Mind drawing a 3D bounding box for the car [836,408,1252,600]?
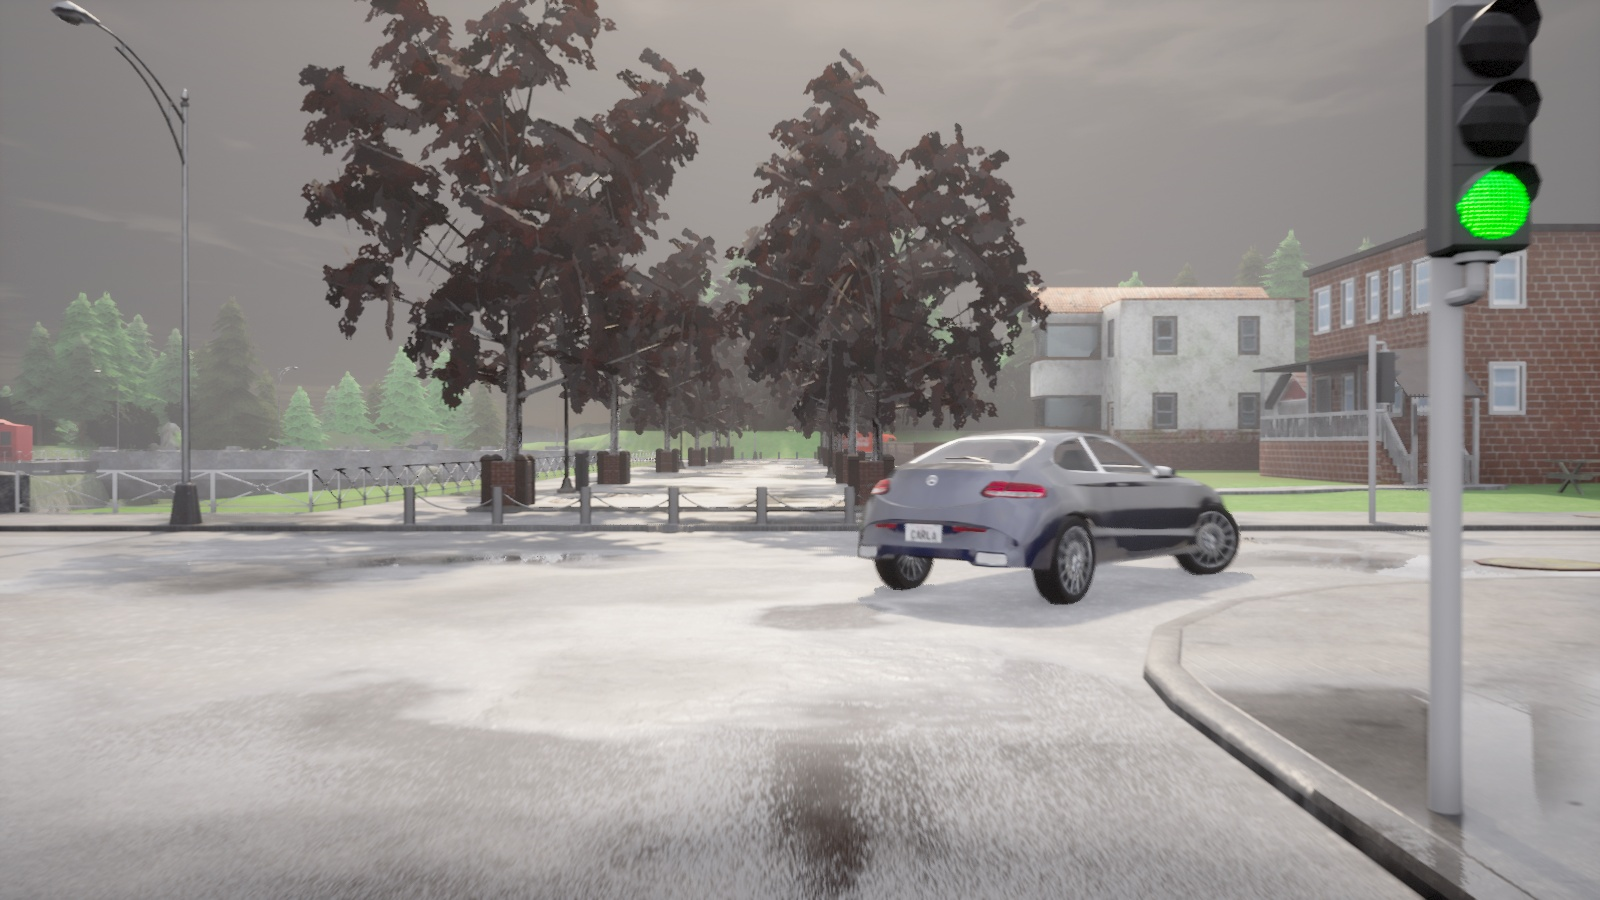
[{"bbox_3d":[2.803,0.452,13.395,2.152,1.651,5.027,0,0,41],"label":"car"}]
